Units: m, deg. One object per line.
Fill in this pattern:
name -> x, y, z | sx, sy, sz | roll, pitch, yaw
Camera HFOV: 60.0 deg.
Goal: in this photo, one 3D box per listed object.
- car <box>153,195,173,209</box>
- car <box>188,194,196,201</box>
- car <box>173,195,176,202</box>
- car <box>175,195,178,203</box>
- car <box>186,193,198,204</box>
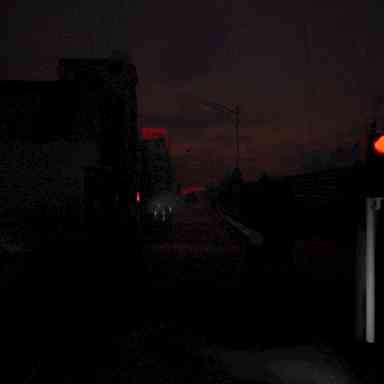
car -> -4.130, 1.492, 44.382 | 2.128, 1.511, 4.902 | 0, 0, 0
car -> -0.064, 1.310, 76.718 | 1.882, 1.535, 5.008 | 0, 0, 0
car -> -4.131, 1.601, 54.881 | 1.895, 1.301, 4.718 | 0, 0, 0
car -> -4.056, 1.351, 69.469 | 2.097, 1.767, 4.553 | 0, 0, 0
car -> -0.053, 1.221, 66.327 | 2.150, 2.045, 5.566 | 0, 0, 0
